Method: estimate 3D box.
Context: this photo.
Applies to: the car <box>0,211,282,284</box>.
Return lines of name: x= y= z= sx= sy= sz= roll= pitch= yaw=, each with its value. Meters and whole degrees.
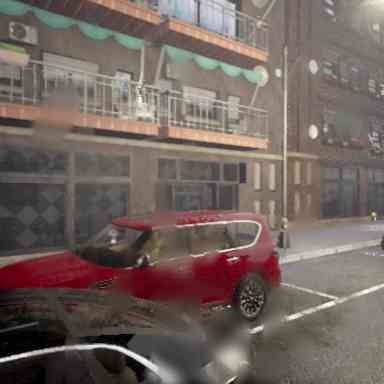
car: x=-0.615 y=1.303 z=5.656 sx=5.009 sy=1.841 sz=2.192 roll=0 pitch=1 yaw=-35

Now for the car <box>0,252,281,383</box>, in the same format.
car: x=-1.736 y=1.507 z=1.833 sx=4.892 sy=1.490 sz=1.837 roll=0 pitch=0 yaw=-35

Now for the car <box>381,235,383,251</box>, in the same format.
car: x=8.635 y=1.521 z=12.222 sx=4.206 sy=1.307 sz=1.802 roll=0 pitch=1 yaw=-35
